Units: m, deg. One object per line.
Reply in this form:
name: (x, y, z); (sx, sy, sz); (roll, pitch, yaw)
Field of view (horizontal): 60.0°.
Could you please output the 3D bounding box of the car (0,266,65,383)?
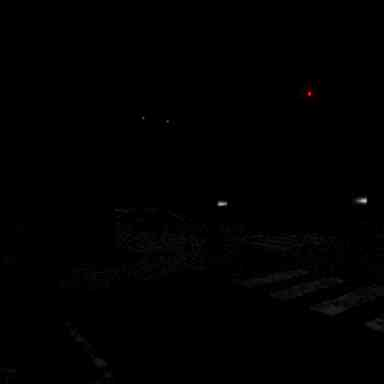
car: (-3.652, 1.578, 3.585); (4.313, 1.339, 1.947); (-1, 0, -36)
